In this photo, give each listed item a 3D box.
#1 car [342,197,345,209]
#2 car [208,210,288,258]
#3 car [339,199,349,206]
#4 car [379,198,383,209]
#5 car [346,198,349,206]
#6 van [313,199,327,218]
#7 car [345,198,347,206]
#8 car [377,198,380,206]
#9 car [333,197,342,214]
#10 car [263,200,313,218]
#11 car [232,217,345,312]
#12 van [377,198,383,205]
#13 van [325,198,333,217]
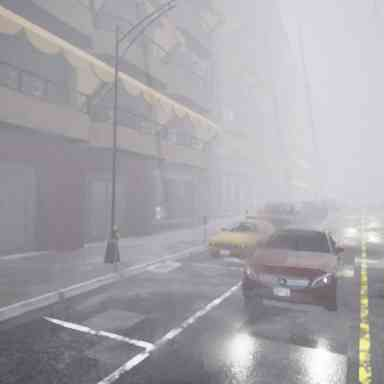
[{"bbox_3d":[19.975,1.791,47.234,2.192,1.841,5.009,2,0,27],"label":"car"},{"bbox_3d":[2.150,1.628,12.678,1.752,1.417,4.829,2,0,27],"label":"car"},{"bbox_3d":[35.175,2.404,76.727,1.887,1.381,4.507,1,0,27],"label":"car"},{"bbox_3d":[34.522,2.102,58.334,1.967,1.590,4.097,1,0,27],"label":"car"},{"bbox_3d":[32.647,2.106,71.811,2.192,1.841,5.009,2,0,27],"label":"car"},{"bbox_3d":[9.836,1.593,27.573,1.690,1.788,3.998,2,0,27],"label":"van"},{"bbox_3d":[25.038,2.162,57.067,1.947,1.339,4.313,2,0,27],"label":"car"},{"bbox_3d":[39.589,2.375,68.166,1.802,1.307,4.206,1,0,27],"label":"car"},{"bbox_3d":[17.441,1.734,42.320,2.192,1.841,5.009,2,0,27],"label":"car"},{"bbox_3d":[4.769,1.467,17.744,2.192,1.841,5.009,2,0,27],"label":"car"},{"bbox_3d":[2.700,1.597,8.206,1.812,1.442,4.674,0,0,27],"label":"car"},{"bbox_3d":[47.199,2.347,82.914,1.690,1.788,3.998,1,0,27],"label":"van"},{"bbox_3d":[12.371,1.648,32.490,1.690,1.788,3.998,2,0,27],"label":"van"}]
